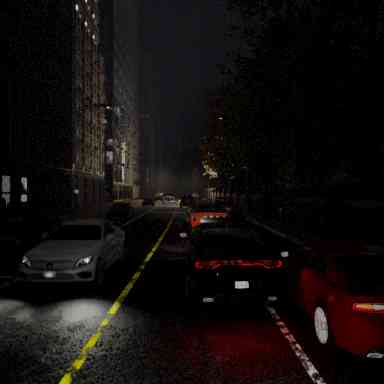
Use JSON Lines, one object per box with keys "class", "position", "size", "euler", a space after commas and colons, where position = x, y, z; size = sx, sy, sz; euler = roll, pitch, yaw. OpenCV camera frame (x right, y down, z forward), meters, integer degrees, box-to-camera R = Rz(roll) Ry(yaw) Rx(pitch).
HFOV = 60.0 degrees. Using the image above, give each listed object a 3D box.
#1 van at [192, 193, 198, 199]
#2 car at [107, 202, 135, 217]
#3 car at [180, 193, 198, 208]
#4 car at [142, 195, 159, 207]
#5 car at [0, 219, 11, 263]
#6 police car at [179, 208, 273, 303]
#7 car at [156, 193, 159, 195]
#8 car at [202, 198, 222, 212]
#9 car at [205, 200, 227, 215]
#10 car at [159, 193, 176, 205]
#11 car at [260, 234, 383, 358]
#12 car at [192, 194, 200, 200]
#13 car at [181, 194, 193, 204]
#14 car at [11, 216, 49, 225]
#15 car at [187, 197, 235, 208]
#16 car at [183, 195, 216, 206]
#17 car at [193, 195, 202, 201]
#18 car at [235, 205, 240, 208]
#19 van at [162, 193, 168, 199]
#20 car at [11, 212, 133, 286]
{"class": "van", "position": [0.864, 1.108, 94.997], "size": [1.690, 1.788, 3.998], "euler": [0, 0, -1]}
{"class": "car", "position": [-5.993, 1.532, 28.341], "size": [1.947, 1.339, 4.313], "euler": [0, 0, -1]}
{"class": "car", "position": [-0.598, 1.269, 46.379], "size": [2.097, 1.767, 4.553], "euler": [0, 0, -1]}
{"class": "car", "position": [-6.551, 1.486, 50.581], "size": [1.802, 1.307, 4.206], "euler": [0, 0, -1]}
{"class": "car", "position": [-5.824, 1.314, 6.033], "size": [2.192, 1.841, 5.009], "euler": [0, 0, 0]}
{"class": "police car", "position": [0.739, 1.423, 8.423], "size": [1.930, 1.638, 5.238], "euler": [0, 0, -3]}
{"class": "car", "position": [-7.107, 1.154, 72.813], "size": [2.192, 1.841, 5.009], "euler": [0, 0, -1]}
{"class": "car", "position": [2.257, 1.488, 39.417], "size": [2.008, 1.369, 4.403], "euler": [0, 0, -1]}
{"class": "car", "position": [2.397, 1.535, 33.860], "size": [1.802, 1.307, 4.206], "euler": [0, 0, -1]}
{"class": "car", "position": [-3.855, 1.111, 55.968], "size": [2.150, 2.045, 5.566], "euler": [0, 0, -1]}
{"class": "car", "position": [2.701, 1.544, 6.077], "size": [1.887, 1.381, 4.507], "euler": [0, 0, 0]}
{"class": "car", "position": [1.003, 1.227, 89.440], "size": [1.967, 1.590, 4.097], "euler": [0, 0, -1]}
{"class": "car", "position": [-0.945, 1.231, 59.606], "size": [2.097, 1.767, 4.553], "euler": [0, 0, -1]}
{"class": "car", "position": [-5.817, 1.561, 11.595], "size": [1.947, 1.339, 4.313], "euler": [0, 0, 0]}
{"class": "car", "position": [0.906, 1.338, 18.350], "size": [2.097, 1.767, 4.553], "euler": [0, 0, 0]}
{"class": "car", "position": [0.696, 1.328, 24.399], "size": [2.097, 1.767, 4.553], "euler": [0, 0, 1]}
{"class": "car", "position": [1.281, 1.375, 78.323], "size": [2.008, 1.369, 4.403], "euler": [0, 0, -1]}
{"class": "car", "position": [2.649, 1.562, 22.735], "size": [1.802, 1.307, 4.206], "euler": [0, 0, -1]}
{"class": "van", "position": [-7.665, 1.106, 95.049], "size": [1.690, 1.788, 3.998], "euler": [0, 0, -1]}
{"class": "car", "position": [-3.096, 1.522, 9.550], "size": [1.812, 1.442, 4.674], "euler": [0, 0, 0]}
